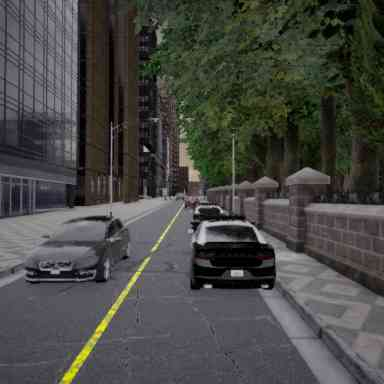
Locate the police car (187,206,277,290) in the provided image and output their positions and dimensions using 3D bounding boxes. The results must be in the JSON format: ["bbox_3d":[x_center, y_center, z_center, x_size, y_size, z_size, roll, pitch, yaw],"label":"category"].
[{"bbox_3d":[0.907,1.427,9.255,1.930,1.638,5.238,0,0,0],"label":"police car"}]

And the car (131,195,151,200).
[{"bbox_3d":[-14.570,1.578,93.524,4.403,1.369,2.008,0,-1,0],"label":"car"}]

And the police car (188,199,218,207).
[{"bbox_3d":[0.914,1.427,19.258,1.930,1.638,5.238,0,0,0],"label":"police car"}]

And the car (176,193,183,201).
[{"bbox_3d":[-2.938,1.299,85.304,2.150,2.045,5.566,0,0,0],"label":"car"}]

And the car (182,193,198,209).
[{"bbox_3d":[0.069,1.368,46.640,2.097,1.767,4.553,0,0,1],"label":"car"}]

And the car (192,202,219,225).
[{"bbox_3d":[0.919,1.529,25.150,1.812,1.442,4.674,0,0,0],"label":"car"}]

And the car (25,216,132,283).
[{"bbox_3d":[-2.994,1.506,9.709,1.837,1.490,4.892,0,0,0],"label":"car"}]

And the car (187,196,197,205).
[{"bbox_3d":[0.045,1.559,61.394,1.812,1.442,4.674,0,0,0],"label":"car"}]
